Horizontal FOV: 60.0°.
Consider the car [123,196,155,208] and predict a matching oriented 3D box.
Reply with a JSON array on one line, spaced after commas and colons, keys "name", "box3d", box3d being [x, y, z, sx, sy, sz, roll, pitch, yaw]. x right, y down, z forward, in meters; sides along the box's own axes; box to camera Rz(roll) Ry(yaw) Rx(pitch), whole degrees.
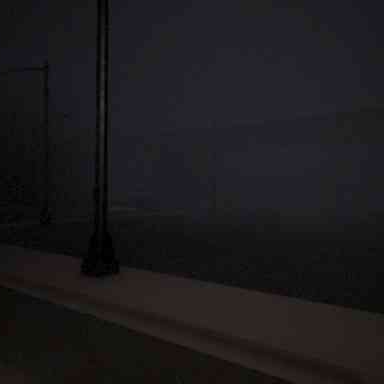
[{"name": "car", "box3d": [-7.312, 1.315, 46.091, 1.882, 1.535, 5.008, 1, 0, 37]}]

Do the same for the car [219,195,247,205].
[{"name": "car", "box3d": [6.920, 1.276, 56.369, 4.553, 1.767, 2.097, 1, 0, -15]}]
